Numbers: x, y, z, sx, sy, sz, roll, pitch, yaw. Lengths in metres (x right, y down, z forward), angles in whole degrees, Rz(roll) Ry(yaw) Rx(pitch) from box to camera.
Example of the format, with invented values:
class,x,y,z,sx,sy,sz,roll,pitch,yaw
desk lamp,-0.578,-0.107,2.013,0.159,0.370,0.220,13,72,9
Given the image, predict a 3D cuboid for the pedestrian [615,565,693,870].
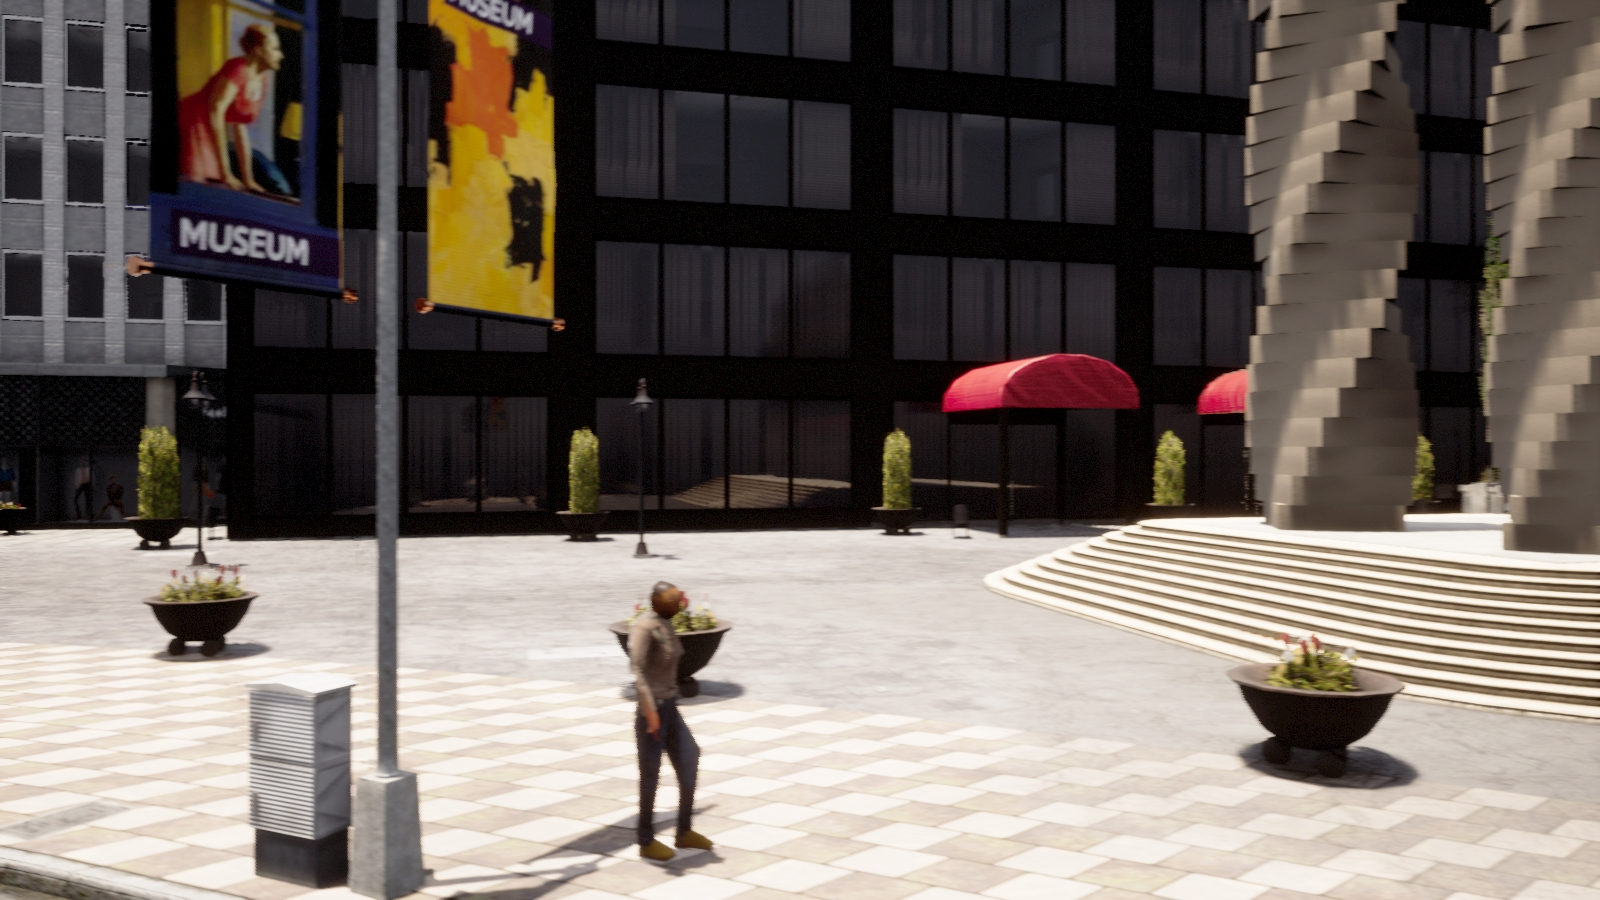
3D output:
class,x,y,z,sx,sy,sz,roll,pitch,yaw
pedestrian,-0.940,1.694,7.381,0.375,1.860,0.375,0,0,19
